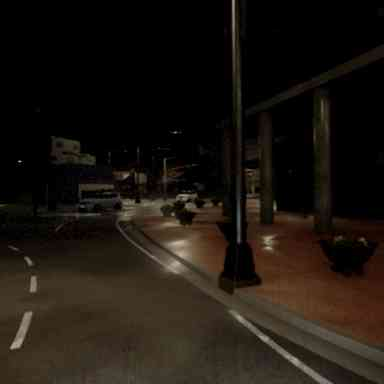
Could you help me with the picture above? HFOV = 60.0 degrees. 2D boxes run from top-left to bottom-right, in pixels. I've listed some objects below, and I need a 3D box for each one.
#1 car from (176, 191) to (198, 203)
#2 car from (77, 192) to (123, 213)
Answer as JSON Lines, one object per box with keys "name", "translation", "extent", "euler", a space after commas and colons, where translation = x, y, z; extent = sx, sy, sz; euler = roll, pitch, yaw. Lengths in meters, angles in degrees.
{"name": "car", "translation": [-0.813, 0.789, 57.479], "extent": [2.150, 2.045, 5.566], "euler": [0, 0, 22]}
{"name": "car", "translation": [-9.738, 1.065, 35.594], "extent": [2.150, 2.045, 5.566], "euler": [0, 0, 26]}
